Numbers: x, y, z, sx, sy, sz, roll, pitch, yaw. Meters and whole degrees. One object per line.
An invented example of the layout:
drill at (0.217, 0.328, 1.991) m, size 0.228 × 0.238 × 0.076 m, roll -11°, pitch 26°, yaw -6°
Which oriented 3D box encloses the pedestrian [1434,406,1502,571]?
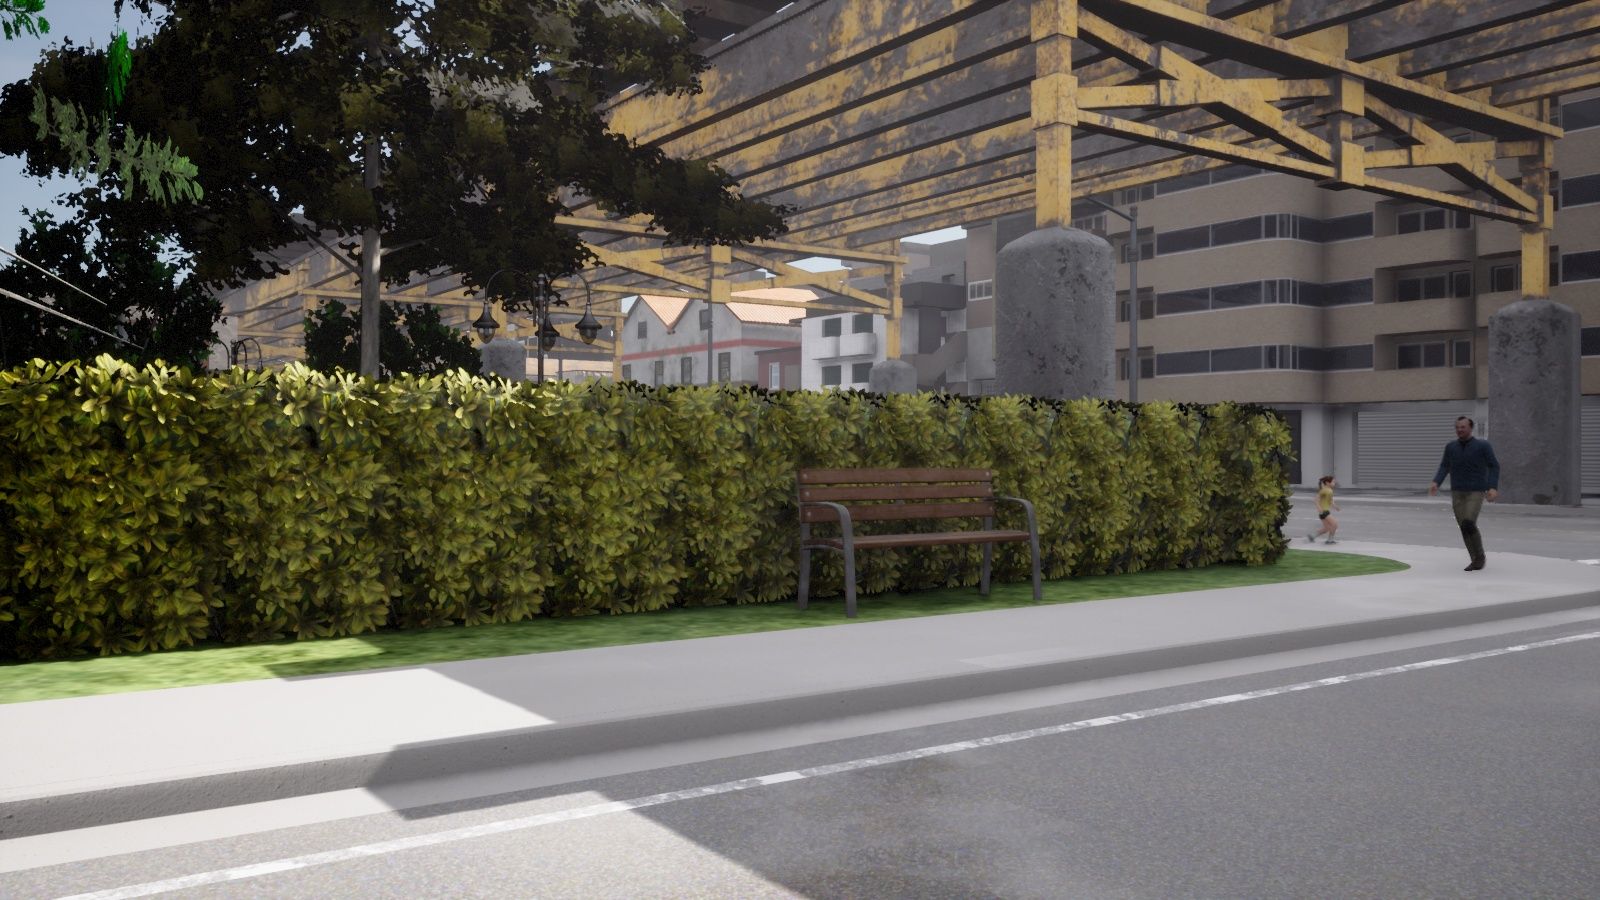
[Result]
pedestrian at (7.659, 0.427, 14.394) m, size 0.726 × 1.842 × 0.402 m, roll 0°, pitch 0°, yaw -37°

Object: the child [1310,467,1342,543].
child at (7.826, 0.807, 18.693) m, size 0.394 × 1.110 × 0.255 m, roll 0°, pitch 0°, yaw 34°
